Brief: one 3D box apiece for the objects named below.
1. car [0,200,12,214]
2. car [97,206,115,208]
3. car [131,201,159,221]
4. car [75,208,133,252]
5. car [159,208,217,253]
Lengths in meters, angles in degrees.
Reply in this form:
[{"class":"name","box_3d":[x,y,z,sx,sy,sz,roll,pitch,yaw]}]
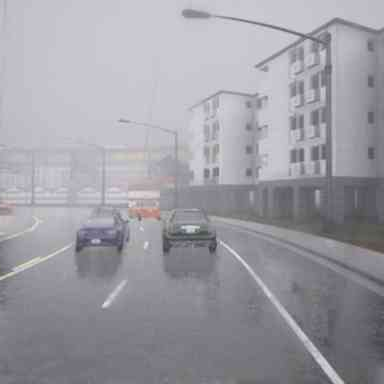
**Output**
[{"class":"car","box_3d":[-23.311,1.725,39.899,4.553,1.767,2.097,0,-1,44]},{"class":"car","box_3d":[-7.635,1.876,29.246,1.895,1.301,4.718,0,-1,-23]},{"class":"car","box_3d":[-4.411,1.638,30.602,2.097,1.767,4.553,0,-1,-23]},{"class":"car","box_3d":[-3.791,1.663,14.547,1.812,1.442,4.674,0,0,-6]},{"class":"car","box_3d":[-0.264,1.488,14.568,2.097,1.767,4.553,0,-1,-6]}]
